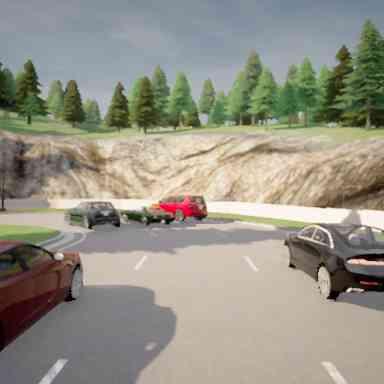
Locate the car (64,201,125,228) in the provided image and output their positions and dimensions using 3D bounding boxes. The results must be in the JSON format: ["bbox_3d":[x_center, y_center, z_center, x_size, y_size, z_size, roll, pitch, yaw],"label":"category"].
[{"bbox_3d":[-6.540,1.341,21.559,2.097,1.767,4.553,0,0,-41],"label":"car"}]

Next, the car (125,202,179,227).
[{"bbox_3d":[-3.214,1.609,23.188,1.895,1.301,4.718,0,0,-38],"label":"car"}]

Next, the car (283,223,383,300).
[{"bbox_3d":[3.709,1.521,8.425,2.128,1.511,4.902,0,0,1],"label":"car"}]

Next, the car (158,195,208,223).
[{"bbox_3d":[-1.237,1.244,26.359,2.150,2.045,5.566,1,-1,-44],"label":"car"}]

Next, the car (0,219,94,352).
[{"bbox_3d":[-3.303,1.466,5.257,1.882,1.535,5.008,0,0,0],"label":"car"}]
